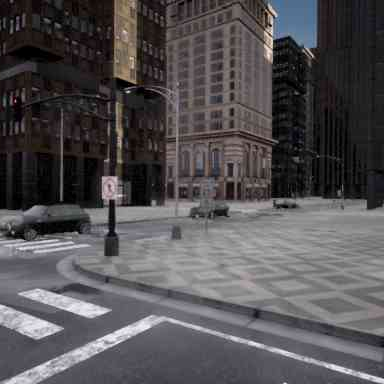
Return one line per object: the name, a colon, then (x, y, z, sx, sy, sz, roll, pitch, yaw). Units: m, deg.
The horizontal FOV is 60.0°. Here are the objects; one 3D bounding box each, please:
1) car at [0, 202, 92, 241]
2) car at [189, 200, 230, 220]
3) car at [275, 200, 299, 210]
car: (-7.520, 1.397, 17.151, 2.097, 1.767, 4.553, 1, 0, 35)
car: (1.667, 1.500, 30.183, 2.097, 1.767, 4.553, 1, 0, 33)
car: (13.385, 1.860, 46.639, 1.895, 1.301, 4.718, 1, 0, 36)
